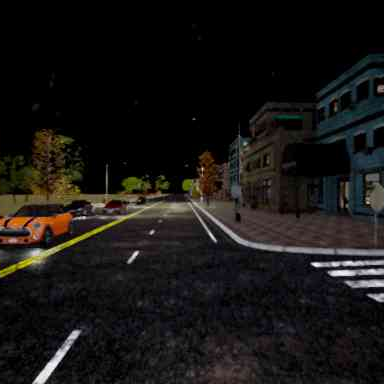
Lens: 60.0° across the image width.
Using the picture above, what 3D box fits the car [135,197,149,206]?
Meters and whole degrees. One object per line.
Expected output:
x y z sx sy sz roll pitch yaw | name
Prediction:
-8.254 1.591 55.323 1.837 1.490 4.892 0 0 -2 | car

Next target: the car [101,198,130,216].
-7.686 1.557 33.424 1.812 1.442 4.674 0 0 -1 | car

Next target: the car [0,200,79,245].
-7.126 1.347 15.380 2.097 1.767 4.553 0 0 -2 | car

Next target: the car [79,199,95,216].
-10.899 1.515 32.474 1.837 1.490 4.892 0 0 -2 | car

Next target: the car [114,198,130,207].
-11.496 1.655 54.889 1.895 1.301 4.718 0 0 -2 | car
